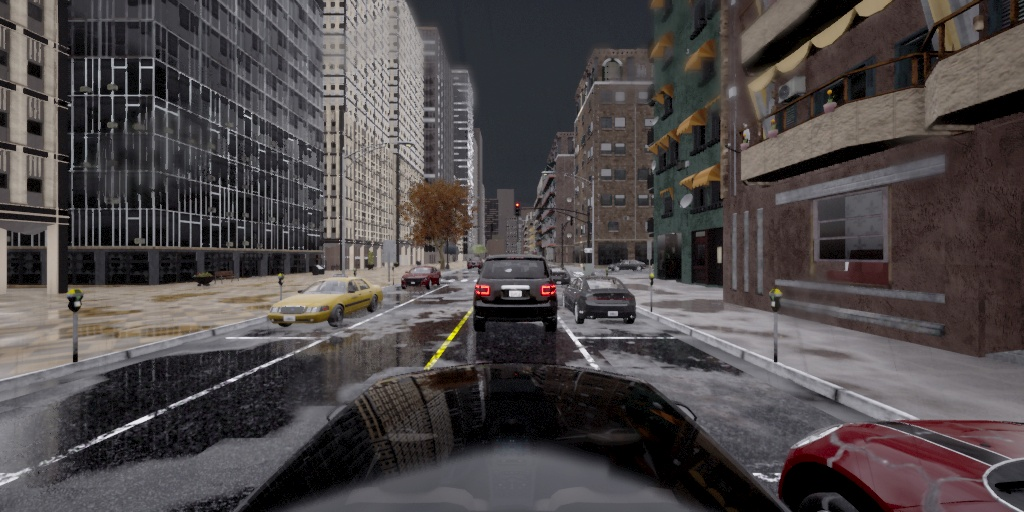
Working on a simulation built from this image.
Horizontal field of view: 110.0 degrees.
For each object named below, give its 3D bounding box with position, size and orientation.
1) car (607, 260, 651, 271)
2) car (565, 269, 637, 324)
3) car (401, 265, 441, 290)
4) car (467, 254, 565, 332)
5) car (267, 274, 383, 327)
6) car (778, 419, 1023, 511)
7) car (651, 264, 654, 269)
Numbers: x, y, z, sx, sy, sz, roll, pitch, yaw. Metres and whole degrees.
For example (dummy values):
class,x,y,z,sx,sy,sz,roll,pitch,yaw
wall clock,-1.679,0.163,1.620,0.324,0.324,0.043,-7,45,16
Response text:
class,x,y,z,sx,sy,sz,roll,pitch,yaw
car,13.452,1.109,42.217,4.403,1.370,2.007,0,0,-1
car,2.693,1.301,11.740,2.007,1.370,4.403,0,0,0
car,-5.683,1.299,22.810,1.888,1.381,4.507,0,0,0
car,0.094,0.972,11.018,2.150,2.045,5.566,0,0,0
car,-5.687,1.276,11.574,1.751,1.417,4.829,0,0,0
car,2.687,1.190,0.675,1.967,1.591,4.097,0,0,0
car,18.849,1.006,42.269,4.829,1.417,1.751,0,0,-1
